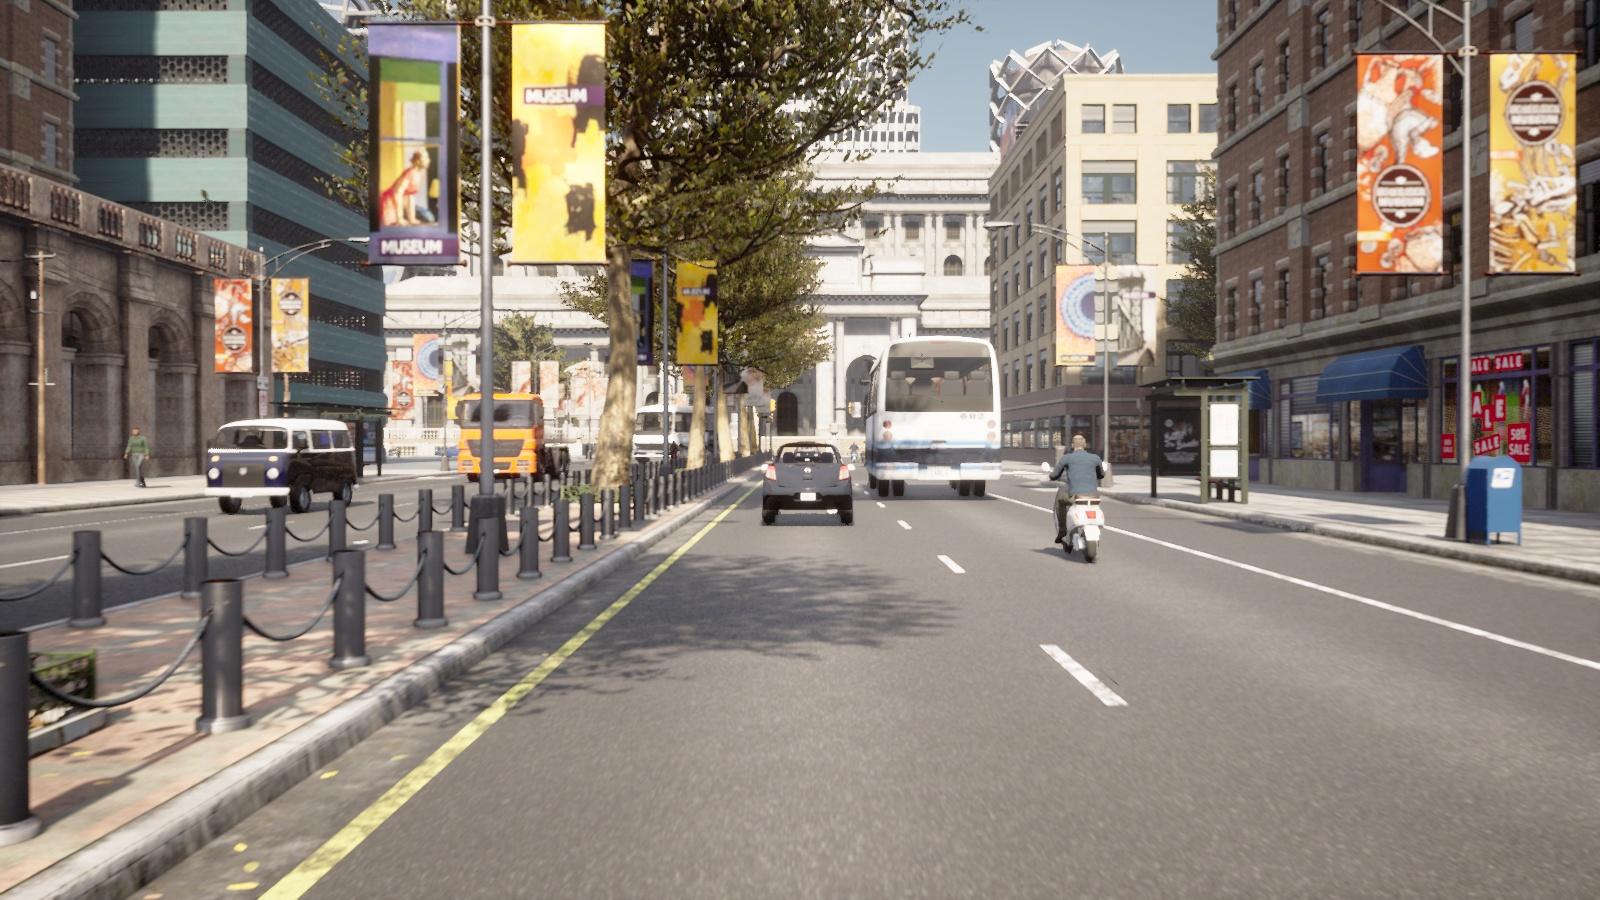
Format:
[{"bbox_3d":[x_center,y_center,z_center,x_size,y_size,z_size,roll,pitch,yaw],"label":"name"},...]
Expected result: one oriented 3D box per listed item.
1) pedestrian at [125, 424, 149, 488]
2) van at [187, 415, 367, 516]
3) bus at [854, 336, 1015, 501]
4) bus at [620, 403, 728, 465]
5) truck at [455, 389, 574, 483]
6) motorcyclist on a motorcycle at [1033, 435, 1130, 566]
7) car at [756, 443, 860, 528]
[{"bbox_3d":[-19.354,0.176,36.656,0.353,1.847,0.614,0,0,2],"label":"pedestrian"},{"bbox_3d":[-11.330,0.302,27.584,2.069,2.038,4.480,0,0,0],"label":"van"},{"bbox_3d":[3.694,-0.844,37.616,3.944,4.253,10.273,0,0,1],"label":"bus"},{"bbox_3d":[-9.059,-1.168,92.014,3.944,4.253,10.273,0,1,19],"label":"bus"},{"bbox_3d":[-11.201,-0.533,50.062,2.891,3.462,7.936,0,0,0],"label":"truck"},{"bbox_3d":[3.589,0.609,16.185,0.866,1.590,1.817,0,0,1],"label":"motorcyclist on a motorcycle"},{"bbox_3d":[0.150,0.621,24.131,1.845,1.501,3.633,0,0,0],"label":"car"}]
